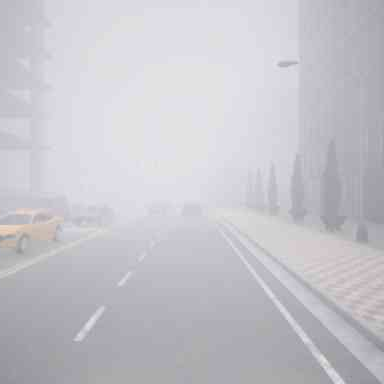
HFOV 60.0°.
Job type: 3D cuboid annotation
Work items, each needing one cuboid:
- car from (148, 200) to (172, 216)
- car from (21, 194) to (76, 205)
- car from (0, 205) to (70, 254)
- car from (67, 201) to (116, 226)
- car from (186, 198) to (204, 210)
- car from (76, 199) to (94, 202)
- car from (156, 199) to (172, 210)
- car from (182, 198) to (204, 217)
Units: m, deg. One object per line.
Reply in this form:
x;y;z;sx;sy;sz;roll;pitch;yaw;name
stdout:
-3.404;1.657;34.274;2.033;1.411;5.357;0;0;0;car
-10.504;1.302;23.648;2.150;2.045;5.566;0;4;0;car
-7.071;1.522;13.888;1.882;1.535;5.008;0;0;0;car
-7.047;1.626;24.549;2.033;1.411;5.357;0;0;1;car
0.513;1.623;45.693;1.882;1.535;5.008;0;0;7;car
-10.524;1.658;28.704;2.033;1.411;5.357;0;2;1;car
-3.811;1.708;45.431;1.994;1.385;4.181;0;0;-5;car
0.010;1.583;33.027;1.882;1.535;5.008;0;0;0;car
